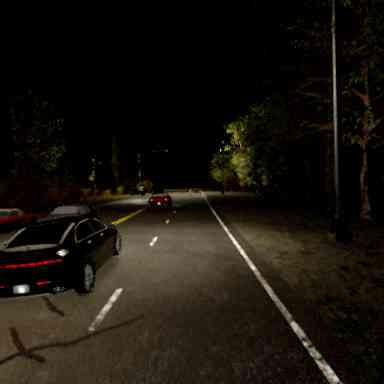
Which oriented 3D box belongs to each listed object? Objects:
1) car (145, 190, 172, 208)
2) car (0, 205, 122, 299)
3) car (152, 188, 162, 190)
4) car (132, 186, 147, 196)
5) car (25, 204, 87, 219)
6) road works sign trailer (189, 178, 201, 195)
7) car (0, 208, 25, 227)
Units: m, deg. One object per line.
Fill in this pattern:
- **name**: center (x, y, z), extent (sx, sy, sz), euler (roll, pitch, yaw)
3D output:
- **car**: center (-2.935, 0.837, 31.972), extent (1.895, 1.301, 4.718), euler (-2, -3, 0)
- **car**: center (-3.166, 1.398, 8.536), extent (1.837, 1.490, 4.892), euler (-6, 3, 1)
- **car**: center (-6.055, -0.045, 58.685), extent (1.812, 1.442, 4.674), euler (1, 1, 1)
- **car**: center (-9.154, -0.198, 58.437), extent (2.128, 1.511, 4.902), euler (7, 2, 1)
- **car**: center (-6.523, 1.363, 18.043), extent (2.033, 1.411, 5.357), euler (-2, 1, 1)
- **road works sign trailer**: center (0.664, -1.239, 70.169), extent (2.380, 3.560, 2.880), euler (-2, 2, 1)
- **car**: center (-9.796, 1.544, 16.731), extent (1.895, 1.301, 4.718), euler (-2, 1, 0)
